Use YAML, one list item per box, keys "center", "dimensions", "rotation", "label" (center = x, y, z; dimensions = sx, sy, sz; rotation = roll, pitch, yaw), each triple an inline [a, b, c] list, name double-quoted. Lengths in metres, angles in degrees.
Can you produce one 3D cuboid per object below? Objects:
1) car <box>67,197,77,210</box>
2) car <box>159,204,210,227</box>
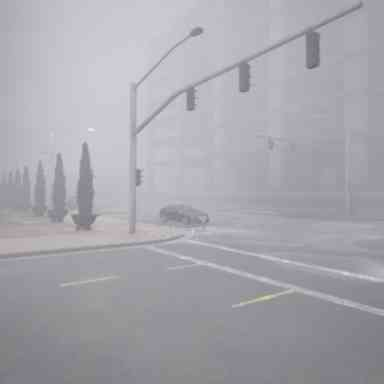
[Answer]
- center: [-15.672, 1.478, 45.853]
  dimensions: [2.097, 1.767, 4.553]
  rotation: [0, 0, -35]
  label: "car"
- center: [-0.623, 1.647, 24.501]
  dimensions: [2.128, 1.511, 4.902]
  rotation: [0, 1, -35]
  label: "car"
